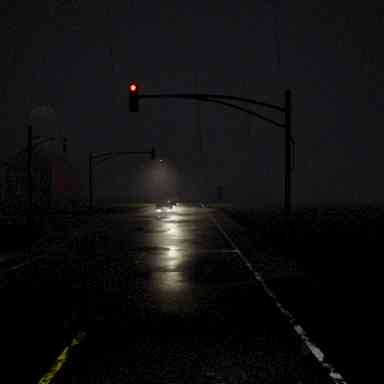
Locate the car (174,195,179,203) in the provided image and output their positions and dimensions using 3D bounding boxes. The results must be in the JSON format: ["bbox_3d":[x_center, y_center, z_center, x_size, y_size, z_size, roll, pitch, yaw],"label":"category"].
[{"bbox_3d":[-3.586,1.477,54.803,1.812,1.442,4.674,0,0,0],"label":"car"}]

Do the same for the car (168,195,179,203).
[{"bbox_3d":[-3.545,1.410,65.937,1.882,1.535,5.008,0,0,1],"label":"car"}]

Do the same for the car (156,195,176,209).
[{"bbox_3d":[-3.596,1.530,44.493,1.994,1.385,4.181,0,0,0],"label":"car"}]
